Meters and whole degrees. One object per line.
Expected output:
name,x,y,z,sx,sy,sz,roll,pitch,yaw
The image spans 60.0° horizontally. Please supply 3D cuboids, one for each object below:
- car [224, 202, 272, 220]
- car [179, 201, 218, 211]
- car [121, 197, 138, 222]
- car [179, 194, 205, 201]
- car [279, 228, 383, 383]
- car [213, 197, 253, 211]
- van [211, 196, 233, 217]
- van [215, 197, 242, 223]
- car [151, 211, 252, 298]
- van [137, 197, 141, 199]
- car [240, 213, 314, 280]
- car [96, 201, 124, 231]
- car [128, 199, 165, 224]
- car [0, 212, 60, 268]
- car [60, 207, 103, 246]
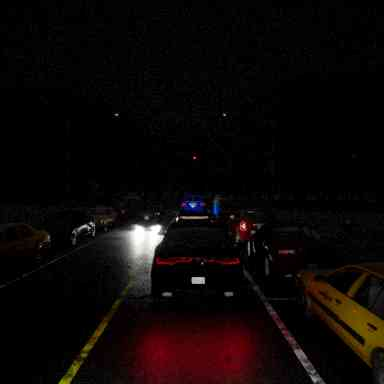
car,2.761,1.441,15.258,1.967,1.590,4.097,0,0,0
car,0.098,1.493,19.043,2.128,1.511,4.902,0,0,0
car,-5.763,1.444,26.134,1.967,1.590,4.097,0,0,0
car,0.025,1.226,29.411,2.150,2.045,5.566,0,0,-2
car,2.760,1.525,4.553,1.752,1.417,4.829,0,0,0
car,2.761,1.317,20.696,2.192,1.841,5.009,0,0,0
van,2.763,1.346,31.571,1.690,1.788,3.998,0,0,0
van,2.762,1.345,26.134,1.690,1.788,3.998,0,0,0
car,0.095,1.478,8.600,1.882,1.535,5.008,0,0,0
van,-5.763,1.346,31.572,1.690,1.788,3.998,0,0,0
car,2.761,1.545,9.821,1.887,1.381,4.507,0,0,0
car,-5.763,1.527,20.527,1.752,1.417,4.829,0,0,0
car,-3.042,1.495,24.928,2.128,1.511,4.902,0,0,0
car,-5.764,1.526,9.652,1.752,1.417,4.829,0,0,0
car,-5.764,1.567,15.259,1.947,1.339,4.313,0,0,0
